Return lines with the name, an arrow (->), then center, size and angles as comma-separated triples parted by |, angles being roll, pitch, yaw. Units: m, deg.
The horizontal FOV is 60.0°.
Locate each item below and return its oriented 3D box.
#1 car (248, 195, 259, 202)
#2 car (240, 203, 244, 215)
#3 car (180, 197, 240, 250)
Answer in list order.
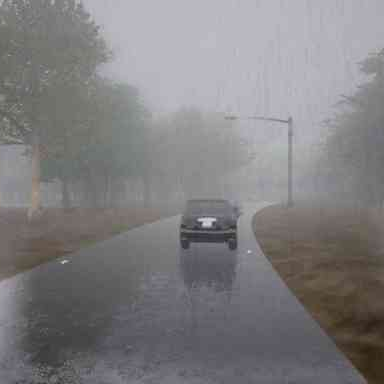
car -> 13.501, 1.348, 73.389 | 2.128, 1.511, 4.902 | 0, -1, 2
car -> 3.347, 1.363, 29.019 | 1.837, 1.490, 4.892 | 0, 0, 13
car -> 0.842, 1.214, 14.441 | 2.150, 2.045, 5.566 | 0, 0, 6
